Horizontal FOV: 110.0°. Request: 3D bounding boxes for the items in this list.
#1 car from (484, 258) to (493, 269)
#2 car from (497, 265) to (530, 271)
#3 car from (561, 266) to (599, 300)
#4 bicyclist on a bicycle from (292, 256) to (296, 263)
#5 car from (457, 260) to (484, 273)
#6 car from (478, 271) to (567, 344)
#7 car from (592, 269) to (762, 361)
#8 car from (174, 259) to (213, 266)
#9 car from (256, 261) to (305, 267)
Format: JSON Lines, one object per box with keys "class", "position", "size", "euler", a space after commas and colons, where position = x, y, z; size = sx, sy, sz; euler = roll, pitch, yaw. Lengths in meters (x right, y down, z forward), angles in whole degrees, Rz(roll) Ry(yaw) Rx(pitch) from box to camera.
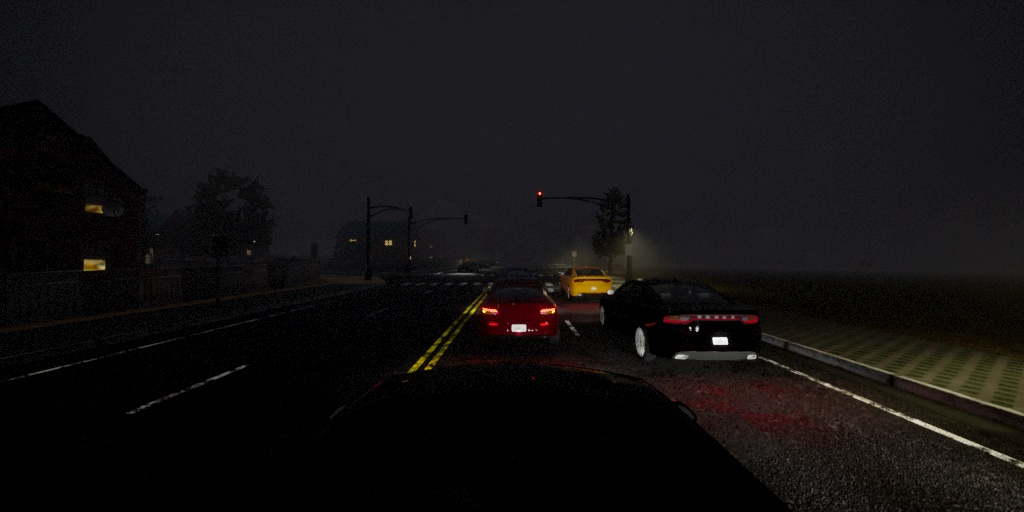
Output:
{"class": "car", "position": [-4.719, 1.326, 58.539], "size": [1.882, 1.535, 5.008], "euler": [0, 0, 4]}
{"class": "car", "position": [0.281, 1.289, 18.582], "size": [1.812, 1.442, 4.674], "euler": [0, 0, 0]}
{"class": "car", "position": [3.532, 1.239, 17.769], "size": [1.882, 1.535, 5.008], "euler": [0, 0, 1]}
{"class": "bicyclist on a bicycle", "position": [-24.251, 0.780, 39.936], "size": [0.582, 1.620, 1.656], "euler": [1, -1, 15]}
{"class": "car", "position": [-5.448, 1.364, 45.529], "size": [2.033, 1.411, 5.357], "euler": [0, 0, 6]}
{"class": "car", "position": [0.163, 1.280, 9.475], "size": [1.812, 1.442, 4.674], "euler": [0, 0, 1]}
{"class": "car", "position": [3.402, 1.231, 8.301], "size": [1.882, 1.535, 5.008], "euler": [0, 0, 0]}
{"class": "car", "position": [-31.573, 0.864, 35.877], "size": [4.718, 1.301, 1.895], "euler": [1, -1, 16]}
{"class": "car", "position": [-21.062, 0.910, 32.962], "size": [5.008, 1.535, 1.882], "euler": [1, -1, 16]}
